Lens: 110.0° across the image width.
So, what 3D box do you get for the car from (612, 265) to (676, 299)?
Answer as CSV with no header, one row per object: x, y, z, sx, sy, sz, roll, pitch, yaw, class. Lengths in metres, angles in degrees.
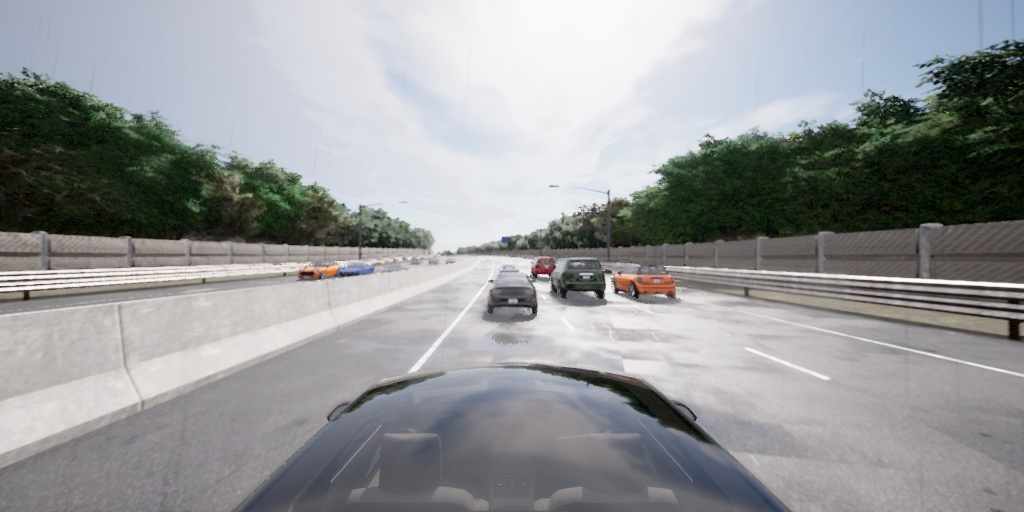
6.962,1.249,19.438,2.097,1.767,4.553,0,0,-1,car

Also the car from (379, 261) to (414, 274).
-11.025,1.444,33.965,1.812,1.442,4.674,0,0,-2,car

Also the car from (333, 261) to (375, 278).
-14.520,1.393,33.741,1.882,1.535,5.008,0,0,-2,car

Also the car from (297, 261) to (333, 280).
-18.019,1.265,33.608,2.097,1.767,4.553,0,0,-2,car

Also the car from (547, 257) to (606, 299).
3.465,1.119,19.542,2.150,2.045,5.566,0,0,-1,car

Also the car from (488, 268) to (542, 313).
0.018,1.394,14.601,1.812,1.442,4.674,0,0,0,car

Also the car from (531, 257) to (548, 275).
3.133,1.148,35.694,2.150,2.045,5.566,0,0,-2,car

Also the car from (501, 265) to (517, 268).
-0.255,1.473,31.161,2.033,1.411,5.357,0,0,-1,car
